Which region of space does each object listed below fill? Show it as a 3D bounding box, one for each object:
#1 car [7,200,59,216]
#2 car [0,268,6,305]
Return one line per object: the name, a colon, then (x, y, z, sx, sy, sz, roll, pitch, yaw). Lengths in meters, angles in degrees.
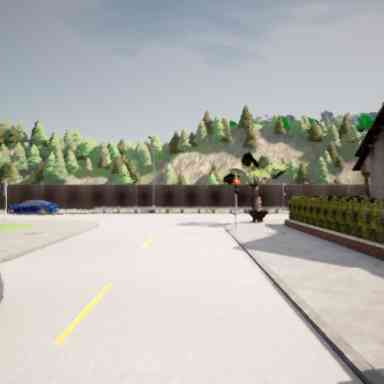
car: (-16.008, 1.549, 33.413, 5.008, 1.535, 1.882, 0, 0, 1)
car: (-4.077, 1.534, 3.876, 1.812, 1.442, 4.674, 0, 0, 0)
